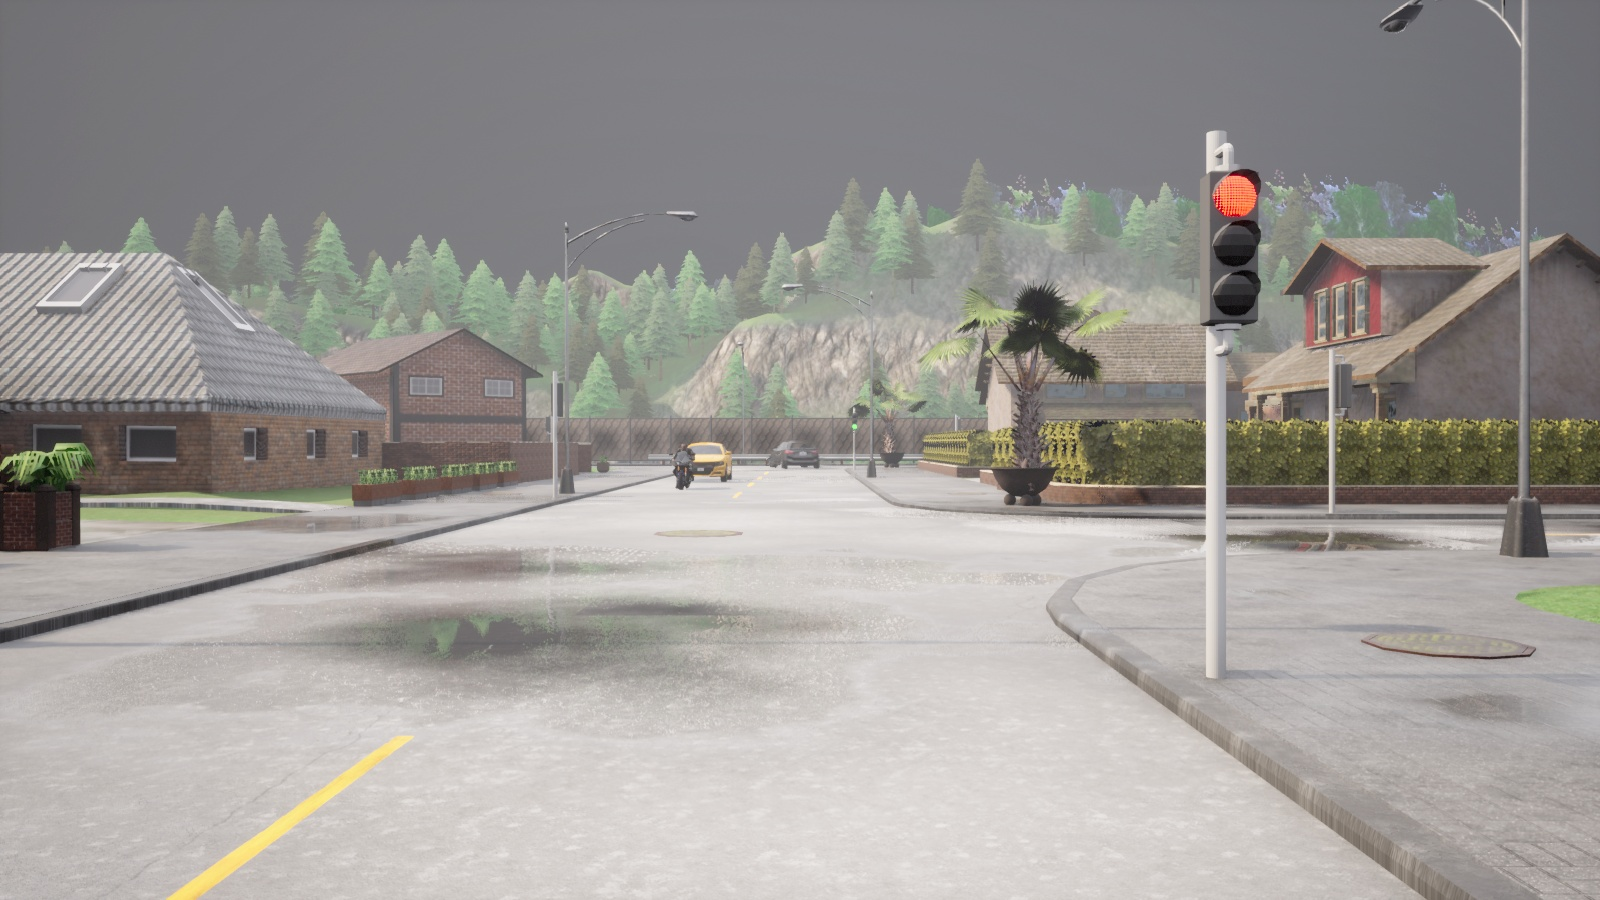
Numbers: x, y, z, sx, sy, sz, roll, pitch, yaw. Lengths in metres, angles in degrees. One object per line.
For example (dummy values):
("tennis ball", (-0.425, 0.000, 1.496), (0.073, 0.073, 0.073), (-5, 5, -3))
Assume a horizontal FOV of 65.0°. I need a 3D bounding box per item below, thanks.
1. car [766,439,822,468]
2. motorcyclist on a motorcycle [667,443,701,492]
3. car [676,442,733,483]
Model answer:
("car", (-0.385, 0.175, 73.644), (2.242, 1.667, 4.611), (0, 0, -14))
("motorcyclist on a motorcycle", (-3.750, 0.549, 40.694), (0.866, 1.530, 2.191), (0, 0, 1))
("car", (-3.719, 0.441, 49.599), (1.882, 1.535, 5.008), (0, 0, 0))
